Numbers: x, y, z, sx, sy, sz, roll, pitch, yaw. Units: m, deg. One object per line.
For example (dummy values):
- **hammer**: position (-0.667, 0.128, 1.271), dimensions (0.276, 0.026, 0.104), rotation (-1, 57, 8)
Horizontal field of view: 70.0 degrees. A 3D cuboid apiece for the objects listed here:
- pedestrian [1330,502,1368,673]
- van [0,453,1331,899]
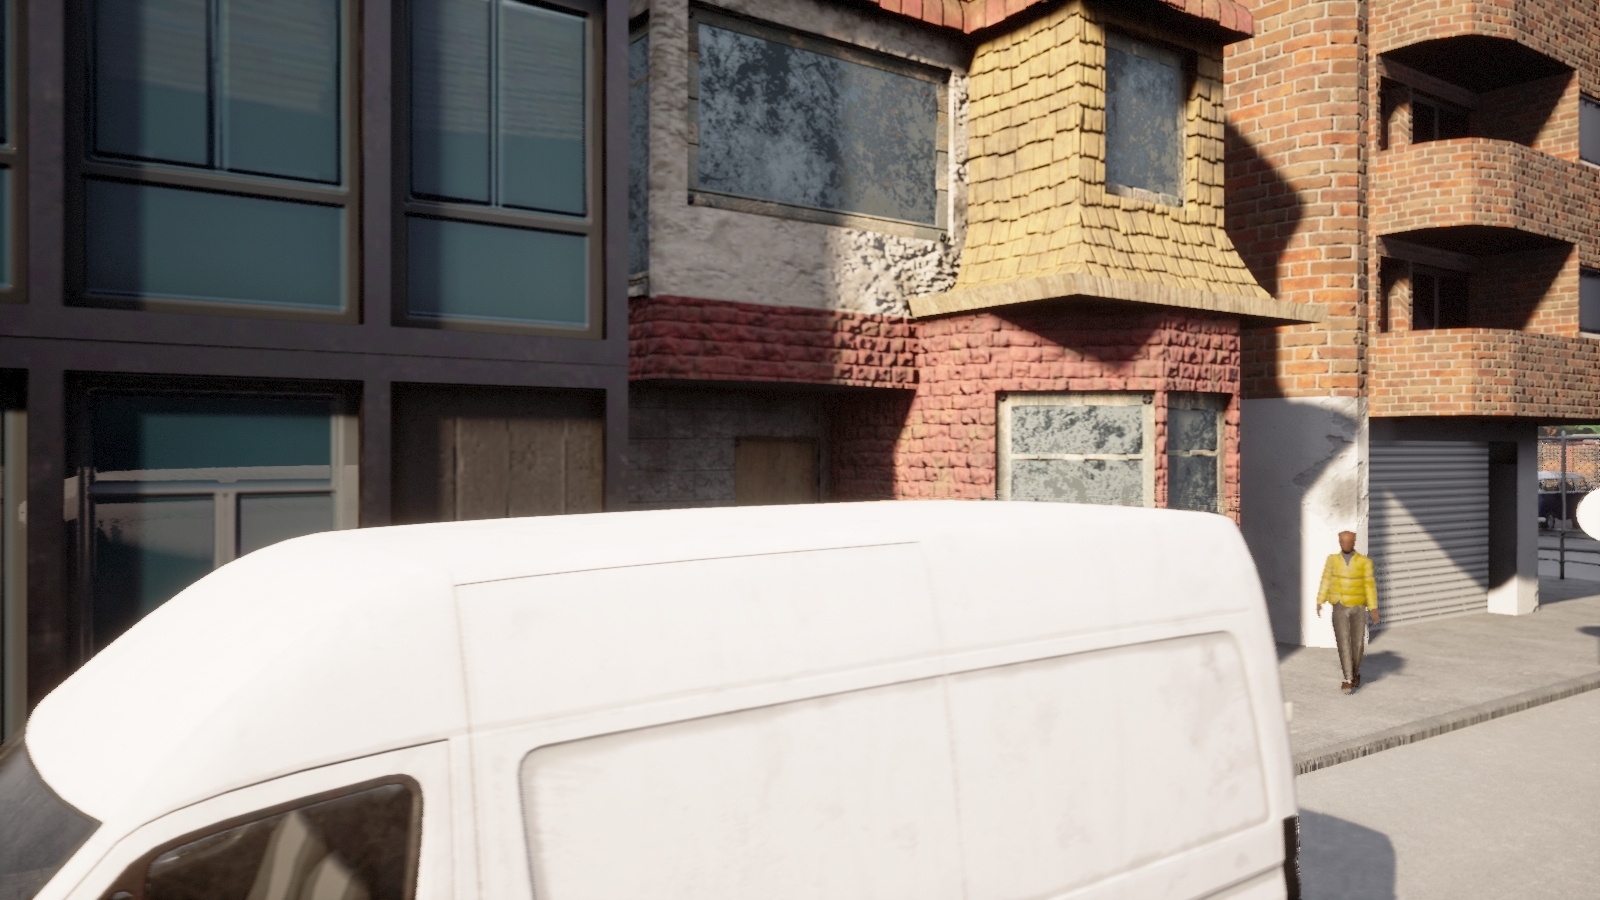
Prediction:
- **pedestrian**: position (6.164, 1.523, 12.823), dimensions (0.375, 1.860, 0.375), rotation (0, 0, 28)
- **van**: position (-0.836, 1.314, 3.764), dimensions (5.915, 2.561, 1.988), rotation (0, 0, -35)
